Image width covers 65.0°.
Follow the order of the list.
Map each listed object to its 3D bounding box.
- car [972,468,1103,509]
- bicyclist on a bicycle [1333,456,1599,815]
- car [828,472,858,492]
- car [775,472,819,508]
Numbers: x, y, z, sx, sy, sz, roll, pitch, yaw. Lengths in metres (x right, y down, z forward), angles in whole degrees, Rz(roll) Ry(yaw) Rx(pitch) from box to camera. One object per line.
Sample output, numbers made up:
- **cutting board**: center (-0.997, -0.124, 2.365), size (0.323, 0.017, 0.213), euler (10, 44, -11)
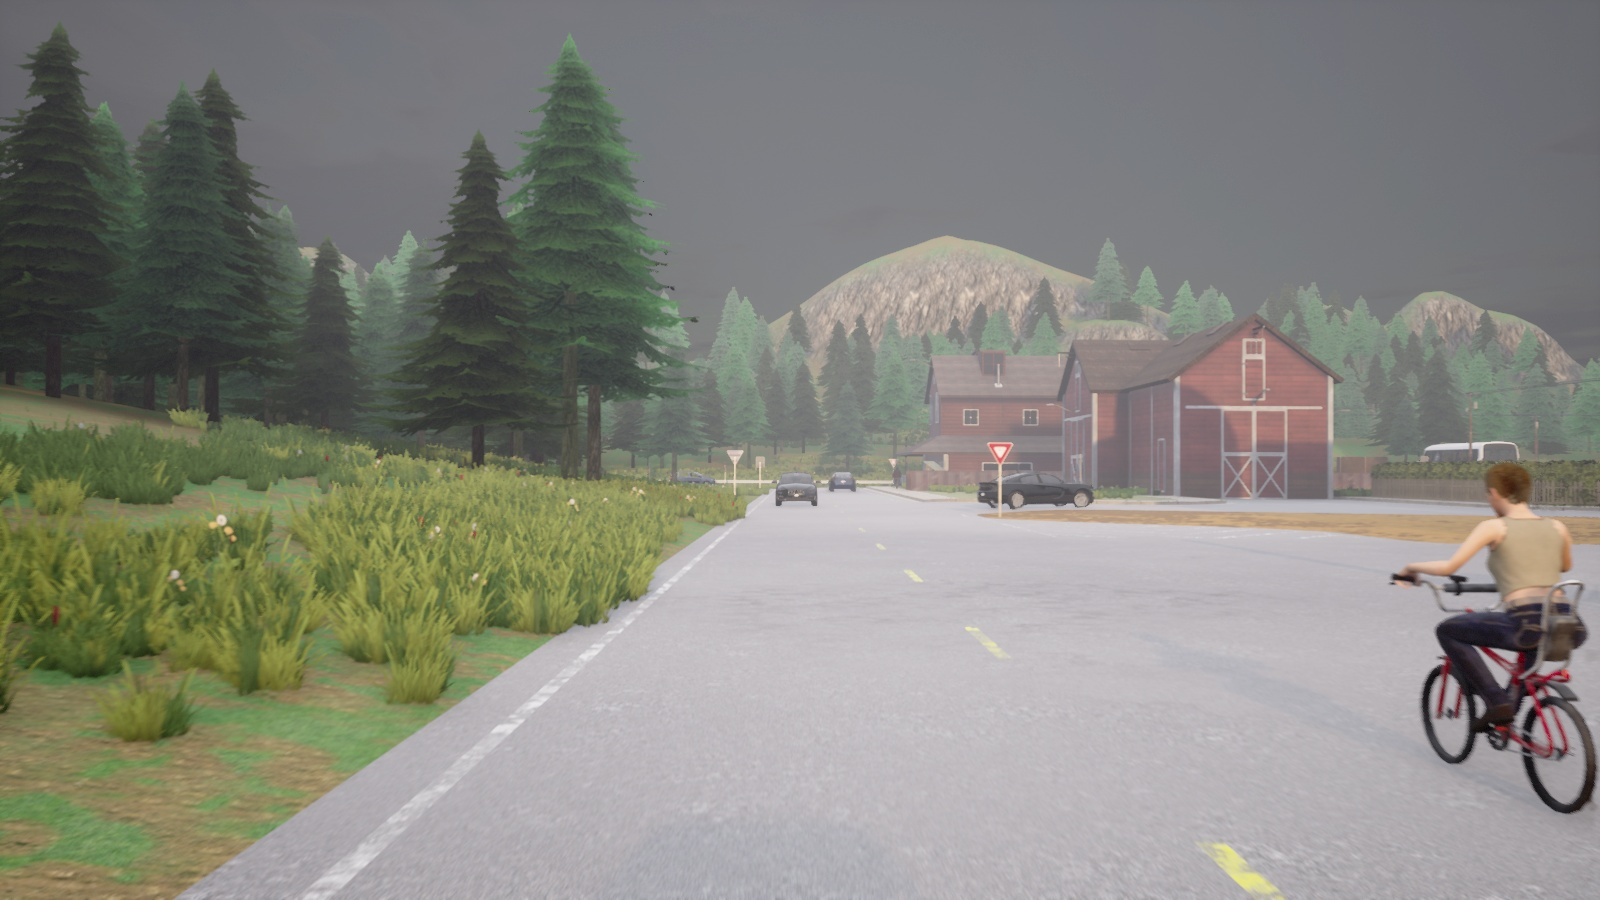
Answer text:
- **car**: center (9.817, 1.553, 51.857), size (5.008, 1.535, 1.882), euler (-1, -1, -19)
- **bicyclist on a bicycle**: center (3.489, 0.845, 6.417), size (0.866, 1.612, 1.509), euler (0, -1, 0)
- **car**: center (3.266, 2.422, 96.780), size (2.163, 1.488, 4.792), euler (0, -1, 0)
- **car**: center (-0.139, 1.750, 56.379), size (1.837, 1.490, 4.892), euler (-1, -1, 0)
